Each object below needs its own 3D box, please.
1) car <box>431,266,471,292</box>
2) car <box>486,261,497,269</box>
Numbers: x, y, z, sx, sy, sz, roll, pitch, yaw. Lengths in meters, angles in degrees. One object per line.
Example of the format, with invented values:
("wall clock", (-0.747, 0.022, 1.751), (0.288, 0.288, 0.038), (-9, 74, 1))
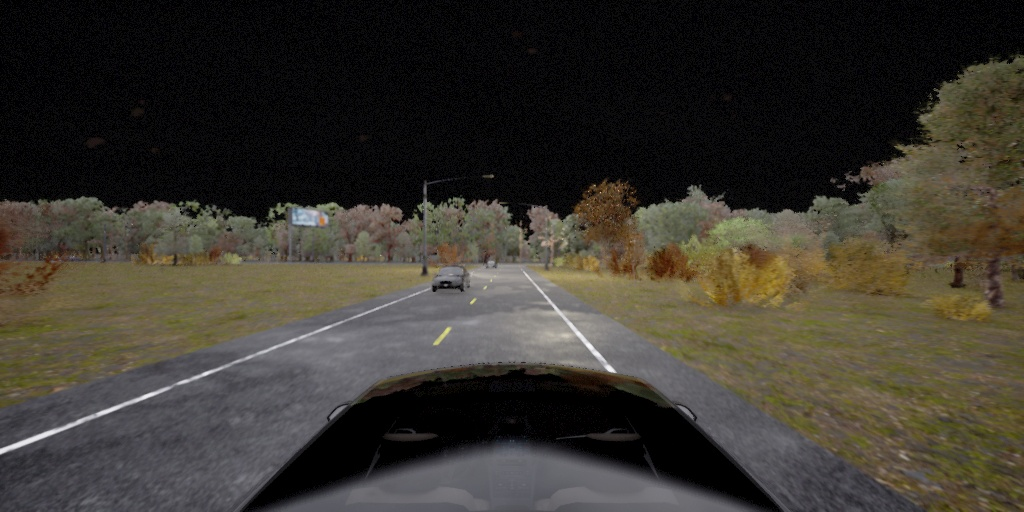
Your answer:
("car", (-3.633, 1.354, 22.064), (1.837, 1.490, 4.892), (0, 0, 0))
("car", (-3.636, 1.540, 63.638), (1.812, 1.442, 4.674), (0, 0, 0))
